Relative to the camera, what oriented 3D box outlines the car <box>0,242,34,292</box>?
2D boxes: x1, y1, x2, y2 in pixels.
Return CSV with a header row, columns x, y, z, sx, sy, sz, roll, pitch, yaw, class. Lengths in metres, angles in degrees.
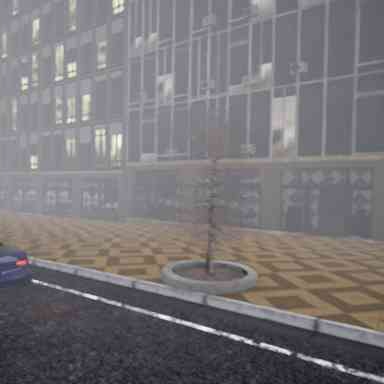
x,y,z,sx,sy,sz,roll,pitch,yaw,class
-5.822,1.461,7.549,5.357,1.411,2.033,1,0,33,car
